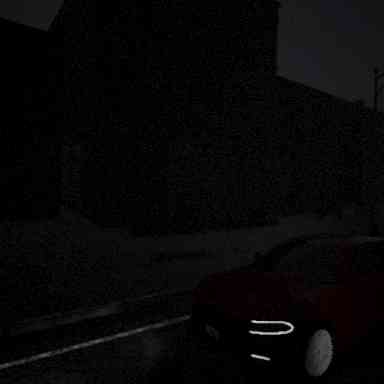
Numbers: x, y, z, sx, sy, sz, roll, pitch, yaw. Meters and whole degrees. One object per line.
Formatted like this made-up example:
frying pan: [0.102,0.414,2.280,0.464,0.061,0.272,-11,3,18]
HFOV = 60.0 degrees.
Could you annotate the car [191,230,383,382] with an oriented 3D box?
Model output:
car: [2.284,1.477,5.623,5.008,1.535,1.882,0,0,-36]
